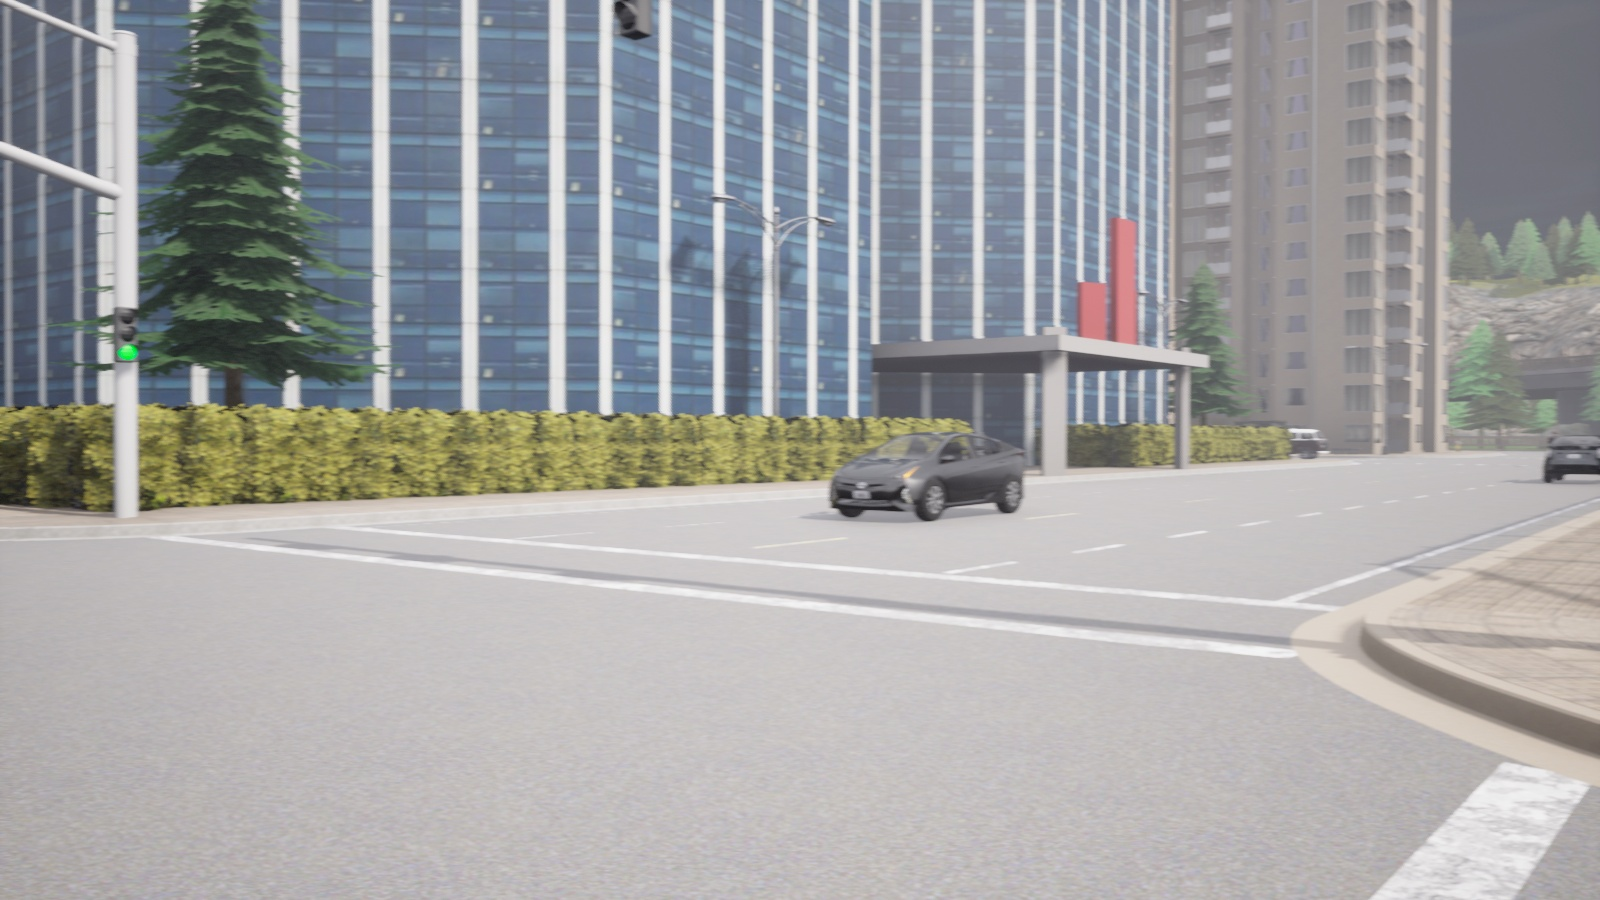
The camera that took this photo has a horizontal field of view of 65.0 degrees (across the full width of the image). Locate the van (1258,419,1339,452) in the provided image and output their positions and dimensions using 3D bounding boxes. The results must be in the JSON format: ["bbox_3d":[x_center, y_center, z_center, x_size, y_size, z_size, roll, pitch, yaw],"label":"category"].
[{"bbox_3d":[32.550,-0.959,82.086,4.480,2.038,2.069,-1,0,38],"label":"van"}]

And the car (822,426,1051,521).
[{"bbox_3d":[2.575,0.347,22.757,2.007,1.525,4.514,0,1,38],"label":"car"}]

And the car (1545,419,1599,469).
[{"bbox_3d":[25.450,-0.223,40.353,2.007,1.525,4.514,0,1,38],"label":"car"}]
